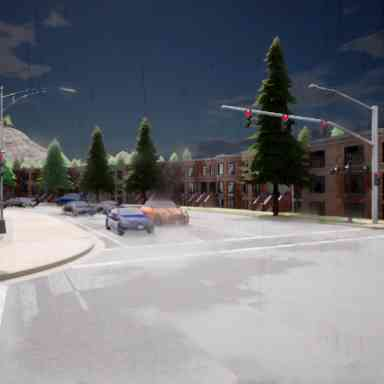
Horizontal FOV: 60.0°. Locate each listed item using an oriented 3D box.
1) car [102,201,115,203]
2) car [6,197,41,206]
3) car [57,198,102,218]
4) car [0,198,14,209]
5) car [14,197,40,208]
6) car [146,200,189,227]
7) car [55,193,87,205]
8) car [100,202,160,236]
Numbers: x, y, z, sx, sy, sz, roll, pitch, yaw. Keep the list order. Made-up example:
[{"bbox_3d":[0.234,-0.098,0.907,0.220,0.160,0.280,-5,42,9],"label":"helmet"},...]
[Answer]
[{"bbox_3d":[-8.444,1.563,33.714,1.994,1.385,4.181,0,0,-38],"label":"car"},{"bbox_3d":[-28.415,1.547,56.159,5.357,1.411,2.033,0,0,15],"label":"car"},{"bbox_3d":[-10.633,1.547,31.074,2.033,1.411,5.357,0,0,-36],"label":"car"},{"bbox_3d":[-26.533,1.520,44.255,4.892,1.490,1.837,0,0,25],"label":"car"},{"bbox_3d":[-23.898,1.493,46.792,4.902,1.511,2.128,0,0,27],"label":"car"},{"bbox_3d":[-1.998,1.352,23.135,2.097,1.767,4.553,0,0,-29],"label":"car"},{"bbox_3d":[-18.855,1.221,51.988,5.566,2.045,2.150,0,0,29],"label":"car"},{"bbox_3d":[-3.661,1.525,18.917,1.812,1.442,4.674,0,0,-27],"label":"car"}]
